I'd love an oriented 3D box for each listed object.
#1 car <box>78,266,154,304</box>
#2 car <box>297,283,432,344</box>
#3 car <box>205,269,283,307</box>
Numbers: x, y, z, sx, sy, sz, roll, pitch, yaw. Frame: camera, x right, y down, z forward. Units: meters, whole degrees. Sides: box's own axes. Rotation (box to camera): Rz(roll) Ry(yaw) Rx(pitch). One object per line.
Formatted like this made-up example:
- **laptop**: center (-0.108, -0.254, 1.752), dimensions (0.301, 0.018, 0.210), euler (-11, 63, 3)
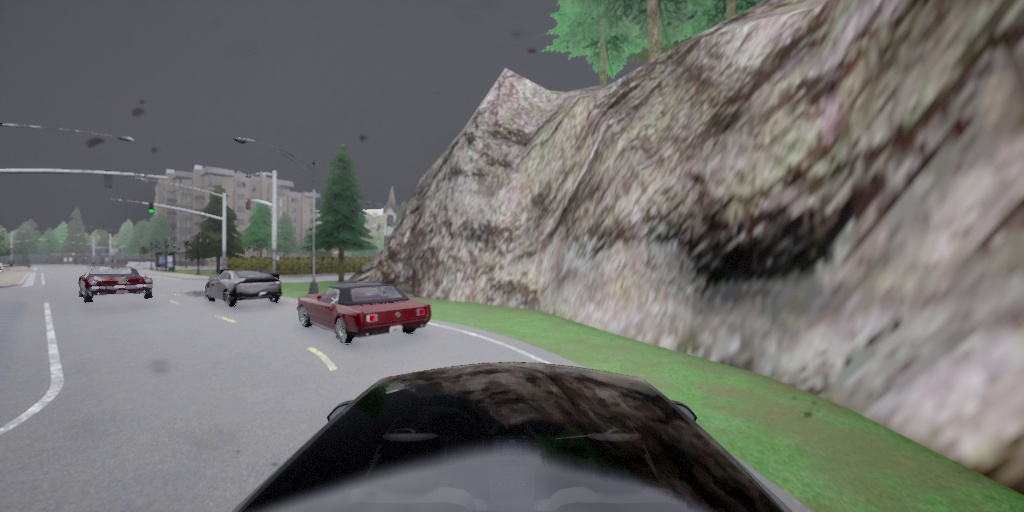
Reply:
- **car**: center (-16.908, 1.099, 15.270), dimensions (4.718, 1.301, 1.895), euler (0, 0, 37)
- **car**: center (-4.261, 1.400, 9.828), dimensions (4.718, 1.301, 1.895), euler (0, 0, 44)
- **car**: center (-12.092, 1.338, 16.093), dimensions (4.902, 1.511, 2.128), euler (0, 0, 38)
